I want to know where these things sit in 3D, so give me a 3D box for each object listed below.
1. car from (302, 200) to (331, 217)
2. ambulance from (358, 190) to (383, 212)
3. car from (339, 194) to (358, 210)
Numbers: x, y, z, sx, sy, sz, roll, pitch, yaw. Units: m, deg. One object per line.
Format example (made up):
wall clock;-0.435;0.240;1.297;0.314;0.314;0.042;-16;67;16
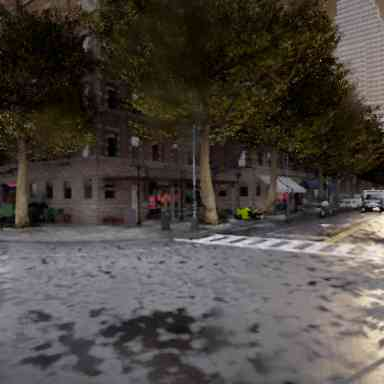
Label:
car;12.474;1.567;33.094;2.231;1.521;4.892;-1;0;36
ambulance;22.674;0.990;41.056;2.351;2.431;6.366;-1;0;36
car;21.334;1.309;44.417;2.435;2.045;5.566;-1;0;36
